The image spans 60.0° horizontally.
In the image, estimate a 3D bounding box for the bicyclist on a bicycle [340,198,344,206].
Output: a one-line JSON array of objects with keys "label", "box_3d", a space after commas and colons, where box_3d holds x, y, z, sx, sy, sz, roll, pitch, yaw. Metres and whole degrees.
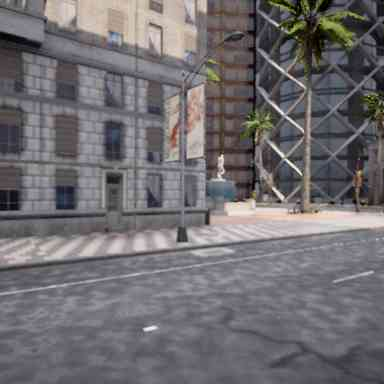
[{"label": "bicyclist on a bicycle", "box_3d": [28.724, 1.859, 63.615, 0.582, 1.620, 1.656, 0, 0, 42]}]
